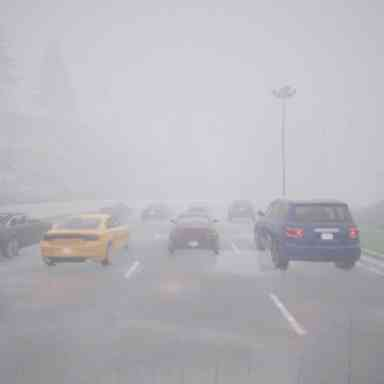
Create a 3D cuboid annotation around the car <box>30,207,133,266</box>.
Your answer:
[{"bbox_3d":[-3.433,1.493,11.641,1.882,1.535,5.008,0,-1,0],"label":"car"}]

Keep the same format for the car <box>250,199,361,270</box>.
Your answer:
[{"bbox_3d":[3.560,1.236,11.250,2.150,2.045,5.566,0,0,2],"label":"car"}]

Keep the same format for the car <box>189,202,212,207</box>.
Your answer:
[{"bbox_3d":[0.687,1.561,28.555,1.812,1.442,4.674,0,0,8],"label":"car"}]

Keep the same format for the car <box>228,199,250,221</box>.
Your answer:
[{"bbox_3d":[4.045,1.385,27.303,2.097,1.767,4.553,0,0,6],"label":"car"}]

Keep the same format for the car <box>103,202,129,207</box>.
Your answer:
[{"bbox_3d":[-6.503,1.562,28.604,1.812,1.442,4.674,0,0,5],"label":"car"}]

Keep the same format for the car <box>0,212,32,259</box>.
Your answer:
[{"bbox_3d":[-6.926,1.508,12.640,2.128,1.511,4.902,0,0,0],"label":"car"}]

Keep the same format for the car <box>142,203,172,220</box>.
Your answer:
[{"bbox_3d":[-2.868,1.599,28.154,1.994,1.385,4.181,0,0,7],"label":"car"}]

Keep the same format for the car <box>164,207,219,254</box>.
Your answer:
[{"bbox_3d":[0.078,1.542,13.378,1.812,1.442,4.674,0,0,0],"label":"car"}]
